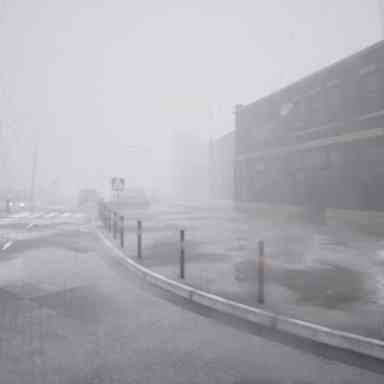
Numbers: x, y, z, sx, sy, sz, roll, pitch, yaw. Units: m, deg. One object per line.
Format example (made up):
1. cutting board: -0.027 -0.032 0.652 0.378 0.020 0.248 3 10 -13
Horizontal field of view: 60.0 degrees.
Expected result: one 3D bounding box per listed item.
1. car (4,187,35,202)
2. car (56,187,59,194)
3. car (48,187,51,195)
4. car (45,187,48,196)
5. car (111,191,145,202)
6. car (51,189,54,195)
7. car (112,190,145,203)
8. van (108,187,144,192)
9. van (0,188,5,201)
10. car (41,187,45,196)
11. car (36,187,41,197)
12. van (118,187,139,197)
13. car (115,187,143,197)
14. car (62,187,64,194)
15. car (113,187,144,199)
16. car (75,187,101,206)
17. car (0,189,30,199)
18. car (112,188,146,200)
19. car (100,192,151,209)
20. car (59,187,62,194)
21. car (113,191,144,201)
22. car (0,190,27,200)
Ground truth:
1. car: -25.059 0.537 48.563 2.097 1.767 4.553 0 1 -10
2. car: -35.849 0.013 81.284 4.674 1.452 2.002 0 1 -11
3. car: -34.335 0.129 73.154 4.892 1.521 2.231 0 1 -11
4. car: -33.832 0.183 70.444 4.892 1.521 2.231 0 1 -11
5. car: -9.677 0.673 50.762 5.008 1.535 2.097 0 1 -10
6. car: -34.838 0.076 75.863 4.892 1.521 2.231 0 1 -11
7. car: -9.113 0.613 47.911 4.553 1.767 2.185 0 1 -10
8. van: -8.270 0.631 42.538 4.442 1.987 1.878 0 1 -10
9. van: -30.702 0.302 54.198 4.442 1.987 1.878 0 1 -11
10. car: -33.328 0.238 67.733 4.892 1.521 2.231 0 1 -11
11. car: -32.800 0.167 65.026 4.553 1.767 2.185 0 1 -11
12. van: -13.806 -0.038 72.472 4.442 1.987 1.878 0 1 -10
13. car: -13.158 -0.005 69.765 5.566 2.045 2.435 0 1 -10
14. car: -36.852 -0.124 86.704 4.892 1.521 2.231 0 1 -11
15. car: -11.721 0.172 61.681 5.566 2.045 2.435 0 1 -10
16. car: -12.546 0.616 40.986 2.150 2.045 5.566 0 1 -11
17. car: -31.854 0.283 59.594 4.553 1.767 2.185 0 1 -11
18. car: -10.630 0.299 56.103 5.566 2.045 2.435 0 1 -11
19. car: -6.668 1.032 34.355 4.792 1.488 2.163 0 1 -10
20. car: -36.537 -0.079 83.960 5.366 1.575 1.946 0 1 -11
21. car: -10.149 0.614 53.373 4.892 1.521 2.231 0 1 -10
22. car: -31.326 0.468 56.891 5.008 1.535 2.097 0 1 -11
